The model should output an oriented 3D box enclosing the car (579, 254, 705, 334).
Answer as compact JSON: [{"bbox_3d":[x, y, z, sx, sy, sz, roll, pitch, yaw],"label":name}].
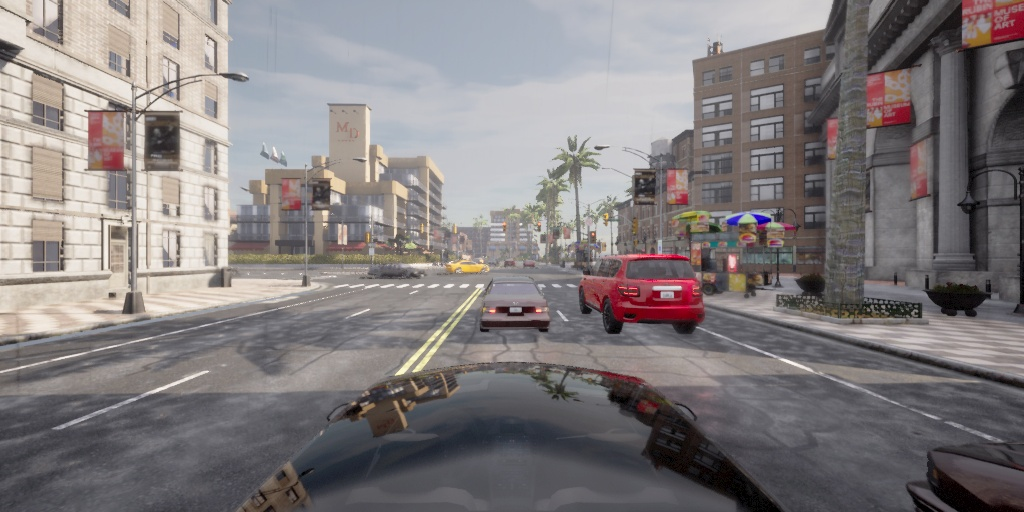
[{"bbox_3d":[3.501,0.971,10.779,2.150,2.045,5.566,0,0,0],"label":"car"}]

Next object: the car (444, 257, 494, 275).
[{"bbox_3d":[-4.986,1.228,39.851,5.008,1.535,1.882,0,1,-31],"label":"car"}]

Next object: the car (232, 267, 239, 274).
[{"bbox_3d":[-30.946,1.297,36.371,5.357,1.411,2.033,0,0,-1],"label":"car"}]

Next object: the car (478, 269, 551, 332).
[{"bbox_3d":[0.015,1.297,10.834,2.033,1.411,5.357,0,0,-2],"label":"car"}]

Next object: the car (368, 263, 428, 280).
[{"bbox_3d":[-10.097,1.297,31.572,5.357,1.411,2.033,0,0,22],"label":"car"}]
